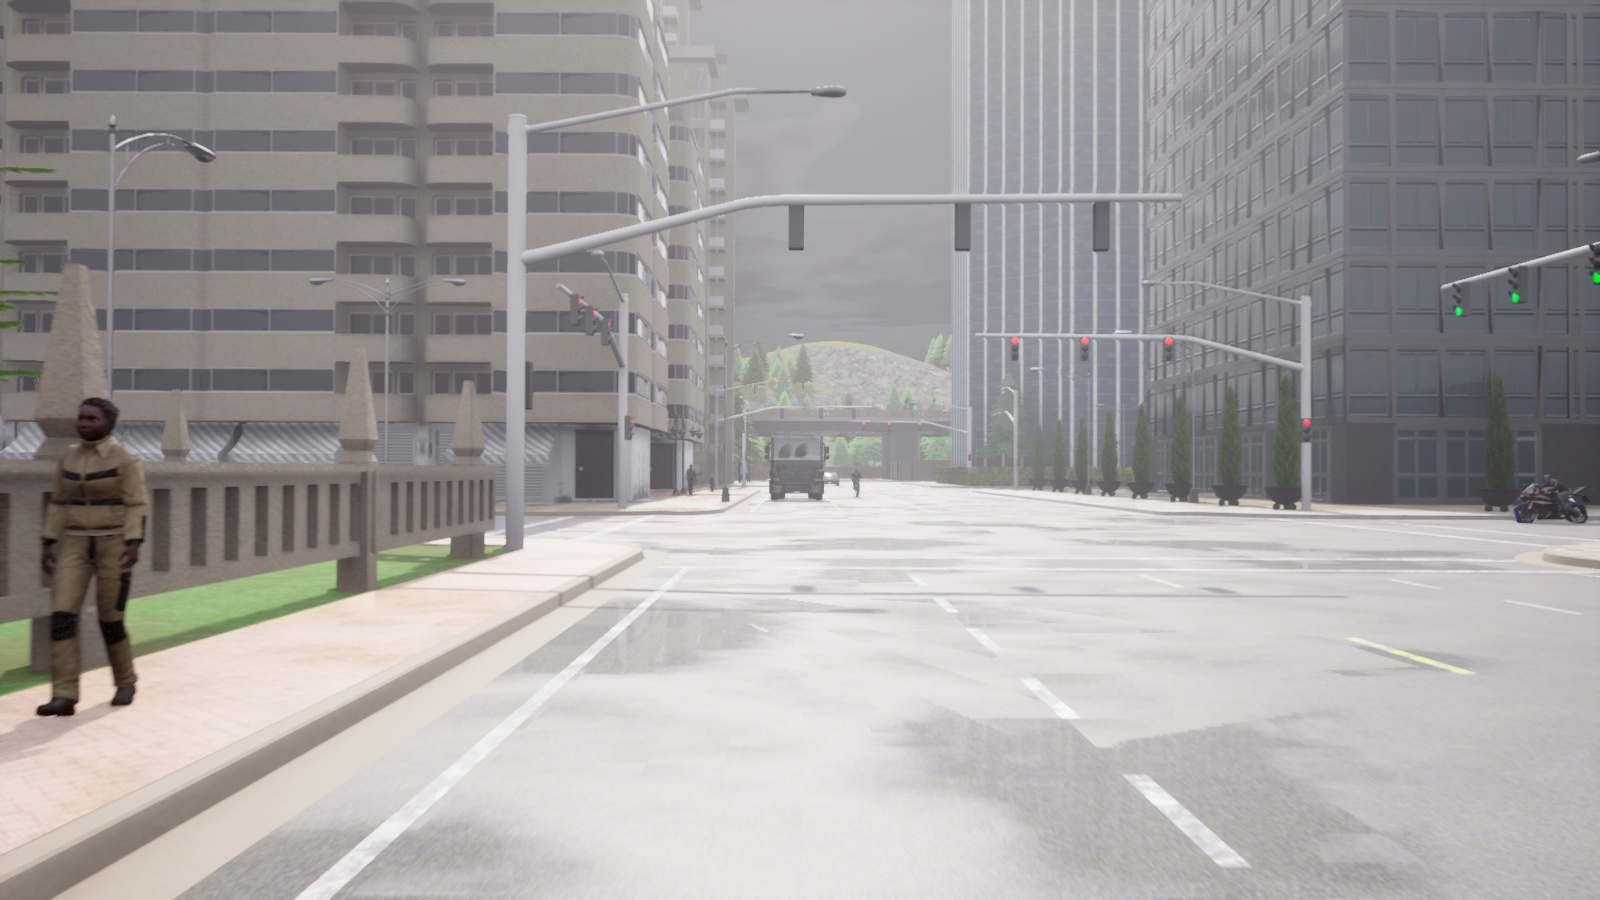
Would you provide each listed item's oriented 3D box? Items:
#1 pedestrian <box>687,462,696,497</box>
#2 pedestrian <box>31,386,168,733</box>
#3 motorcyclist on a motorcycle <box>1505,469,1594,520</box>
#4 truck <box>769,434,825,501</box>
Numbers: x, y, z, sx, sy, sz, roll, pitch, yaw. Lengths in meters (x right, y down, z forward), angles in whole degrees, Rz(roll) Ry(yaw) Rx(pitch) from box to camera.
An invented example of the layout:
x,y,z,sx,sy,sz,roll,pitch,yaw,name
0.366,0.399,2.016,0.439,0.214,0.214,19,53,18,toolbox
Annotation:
x,y,z,sx,sy,sz,roll,pitch,yaw,name
-6.101,1.667,70.578,0.423,1.949,0.788,0,-1,-2,pedestrian
-4.070,0.612,7.331,0.396,1.930,0.692,0,-1,0,pedestrian
22.815,1.343,38.245,2.191,1.530,0.866,0,-1,0,motorcyclist on a motorcycle
-0.169,0.989,69.022,2.891,3.462,7.936,0,-1,0,truck
